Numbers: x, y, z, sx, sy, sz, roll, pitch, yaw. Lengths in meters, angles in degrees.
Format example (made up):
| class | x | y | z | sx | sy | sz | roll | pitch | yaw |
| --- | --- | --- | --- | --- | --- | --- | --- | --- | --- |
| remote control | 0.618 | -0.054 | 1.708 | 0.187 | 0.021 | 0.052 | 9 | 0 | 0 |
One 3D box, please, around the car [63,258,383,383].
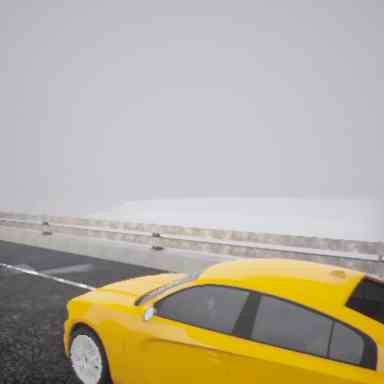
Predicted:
| class | x | y | z | sx | sy | sz | roll | pitch | yaw |
| --- | --- | --- | --- | --- | --- | --- | --- | --- | --- |
| car | 0.659 | 1.475 | 3.533 | 5.008 | 1.535 | 1.882 | 0 | 0 | 36 |
